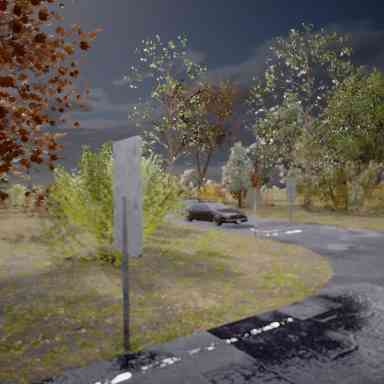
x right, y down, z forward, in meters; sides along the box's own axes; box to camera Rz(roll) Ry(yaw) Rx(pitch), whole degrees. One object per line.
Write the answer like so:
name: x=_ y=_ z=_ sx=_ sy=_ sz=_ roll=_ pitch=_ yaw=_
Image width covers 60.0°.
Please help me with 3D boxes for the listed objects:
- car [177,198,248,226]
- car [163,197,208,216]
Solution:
car: x=1.231 y=1.338 z=21.908 sx=2.033 sy=1.411 sz=5.357 roll=-1 pitch=1 yaw=-35
car: x=-0.664 y=1.206 z=29.596 sx=1.994 sy=1.385 sz=4.181 roll=-1 pitch=1 yaw=-35
